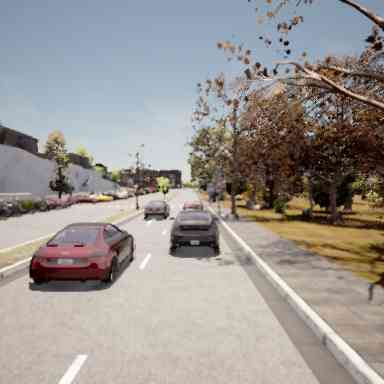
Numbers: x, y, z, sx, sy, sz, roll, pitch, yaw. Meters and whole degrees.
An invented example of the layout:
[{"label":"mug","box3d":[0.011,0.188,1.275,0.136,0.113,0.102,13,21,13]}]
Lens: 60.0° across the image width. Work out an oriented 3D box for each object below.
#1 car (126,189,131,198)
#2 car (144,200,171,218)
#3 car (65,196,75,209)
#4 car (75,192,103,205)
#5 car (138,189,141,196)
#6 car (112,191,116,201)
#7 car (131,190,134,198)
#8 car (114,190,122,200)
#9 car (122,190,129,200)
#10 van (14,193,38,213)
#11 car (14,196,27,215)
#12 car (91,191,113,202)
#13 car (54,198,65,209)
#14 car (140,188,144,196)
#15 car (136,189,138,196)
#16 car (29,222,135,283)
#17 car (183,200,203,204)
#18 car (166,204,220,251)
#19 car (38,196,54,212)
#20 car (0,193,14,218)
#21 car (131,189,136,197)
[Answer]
[{"label":"car","box3d":[-16.854,0.659,72.717,5.566,2.045,2.435,-1,1,-20]},{"label":"car","box3d":[-2.898,1.413,28.139,2.033,1.411,5.357,0,0,0]},{"label":"car","box3d":[-16.822,1.292,39.719,4.792,1.488,2.163,-1,0,-20]},{"label":"car","box3d":[-16.814,1.192,51.725,4.792,1.488,2.163,-1,0,-20]},{"label":"car","box3d":[-16.808,0.592,87.742,5.008,1.535,2.097,-1,2,-20]},{"label":"car","box3d":[-16.838,1.118,60.721,4.674,1.452,2.002,-1,0,-20]},{"label":"car","box3d":[-16.824,0.839,78.745,4.674,1.452,2.002,-1,1,-20]},{"label":"car","box3d":[-16.809,0.795,63.737,5.566,2.045,2.435,-1,0,-20]},{"label":"car","box3d":[-16.655,0.953,69.794,5.366,1.575,1.946,-1,1,-20]},{"label":"van","box3d":[-16.966,1.115,30.691,4.442,1.987,1.878,-1,1,-20]},{"label":"car","box3d":[-16.850,1.365,27.754,4.892,1.521,2.231,-1,1,-20]},{"label":"car","box3d":[-17.008,1.109,57.648,5.366,1.575,1.946,-1,1,-20]},{"label":"car","box3d":[-16.845,1.329,36.701,4.674,1.452,2.002,-1,1,-20]},{"label":"car","box3d":[-16.785,0.475,93.758,4.792,1.488,2.163,-1,1,-20]},{"label":"car","box3d":[-16.820,0.704,84.743,4.674,1.452,2.002,-1,1,-20]},{"label":"car","box3d":[-2.899,1.557,9.626,1.994,1.385,4.181,0,0,0]},{"label":"car","box3d":[0.102,1.437,31.701,1.895,1.301,4.718,0,0,0]},{"label":"car","box3d":[0.102,1.480,13.934,1.837,1.490,4.892,0,0,0]},{"label":"car","box3d":[-16.824,1.187,33.727,4.553,1.767,2.185,-1,1,-20]},{"label":"car","box3d":[-16.837,1.137,24.783,5.566,2.045,2.435,-1,0,-20]},{"label":"car","box3d":[-16.851,0.606,81.730,4.553,1.767,2.185,-1,1,-20]}]
